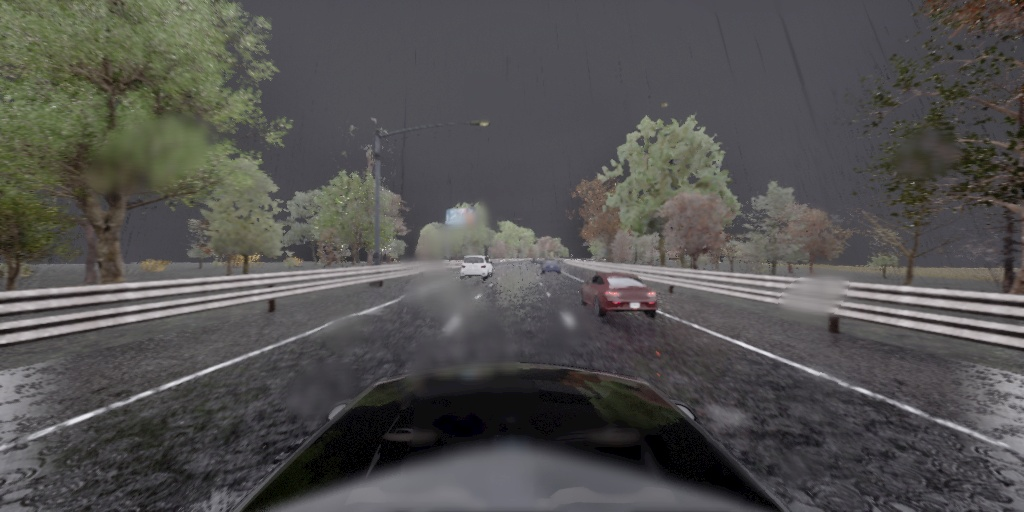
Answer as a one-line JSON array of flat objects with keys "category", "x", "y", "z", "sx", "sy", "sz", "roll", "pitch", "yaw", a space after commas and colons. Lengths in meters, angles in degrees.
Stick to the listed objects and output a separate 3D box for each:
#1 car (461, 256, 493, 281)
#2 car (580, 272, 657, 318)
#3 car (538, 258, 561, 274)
[{"category": "car", "x": -2.934, "y": 0.984, "z": 30.686, "sx": 2.150, "sy": 2.045, "sz": 5.566, "roll": 0, "pitch": 0, "yaw": 2}, {"category": "car", "x": 3.668, "y": 1.294, "z": 12.906, "sx": 1.812, "sy": 1.442, "sz": 4.674, "roll": 0, "pitch": 0, "yaw": 1}, {"category": "car", "x": 4.458, "y": 1.152, "z": 41.478, "sx": 2.097, "sy": 1.767, "sz": 4.553, "roll": 0, "pitch": 0, "yaw": 3}]
